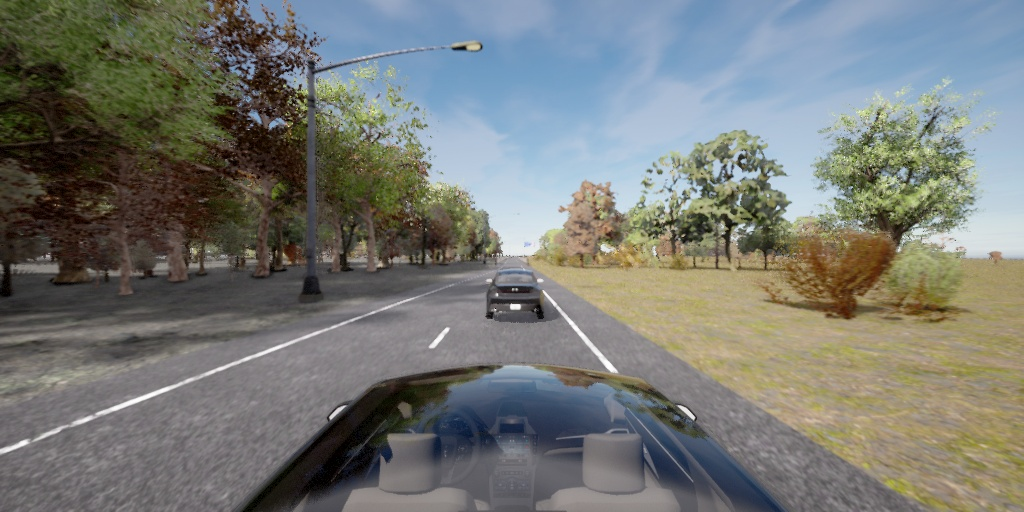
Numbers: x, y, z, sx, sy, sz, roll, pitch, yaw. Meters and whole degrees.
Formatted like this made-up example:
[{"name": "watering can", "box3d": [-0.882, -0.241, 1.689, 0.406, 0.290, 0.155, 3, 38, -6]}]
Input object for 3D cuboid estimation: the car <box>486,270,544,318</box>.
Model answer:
[{"name": "car", "box3d": [0.102, 1.233, 12.905, 1.837, 1.490, 4.892, 0, 0, 0]}]
